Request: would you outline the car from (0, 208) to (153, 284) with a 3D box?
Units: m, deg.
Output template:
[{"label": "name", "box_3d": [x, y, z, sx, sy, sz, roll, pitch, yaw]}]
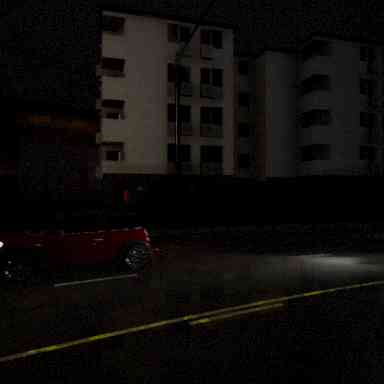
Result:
[{"label": "car", "box_3d": [-3.512, 1.352, 9.626, 4.553, 1.767, 2.097, 0, 0, -30]}]
